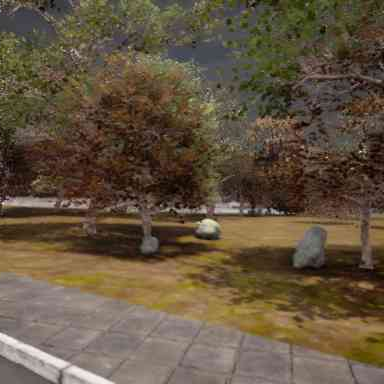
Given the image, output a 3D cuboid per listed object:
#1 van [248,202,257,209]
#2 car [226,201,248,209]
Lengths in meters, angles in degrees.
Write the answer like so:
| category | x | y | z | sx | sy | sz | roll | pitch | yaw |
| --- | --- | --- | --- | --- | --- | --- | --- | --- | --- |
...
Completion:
| category | x | y | z | sx | sy | sz | roll | pitch | yaw |
| --- | --- | --- | --- | --- | --- | --- | --- | --- | --- |
| van | 15.241 | 3.635 | 91.841 | 4.442 | 1.987 | 1.878 | 3 | 0 | -45 |
| car | 11.364 | 3.375 | 88.009 | 5.566 | 2.045 | 2.435 | 3 | 0 | -45 |
